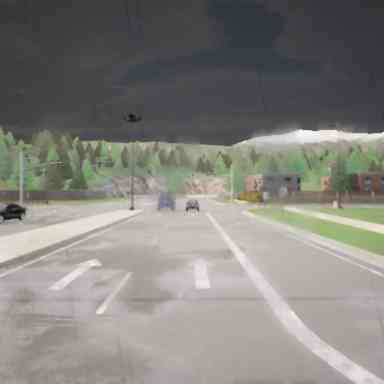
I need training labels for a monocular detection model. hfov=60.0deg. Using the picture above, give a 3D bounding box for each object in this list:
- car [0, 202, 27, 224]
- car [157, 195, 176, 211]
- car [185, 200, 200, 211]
[{"bbox_3d":[-15.080,1.608,26.398,1.882,1.535,5.008,0,0,0],"label":"car"},{"bbox_3d":[-3.425,1.445,45.226,2.150,2.045,5.566,0,0,0],"label":"car"},{"bbox_3d":[0.087,1.765,44.136,2.033,1.411,5.357,0,0,0],"label":"car"}]
